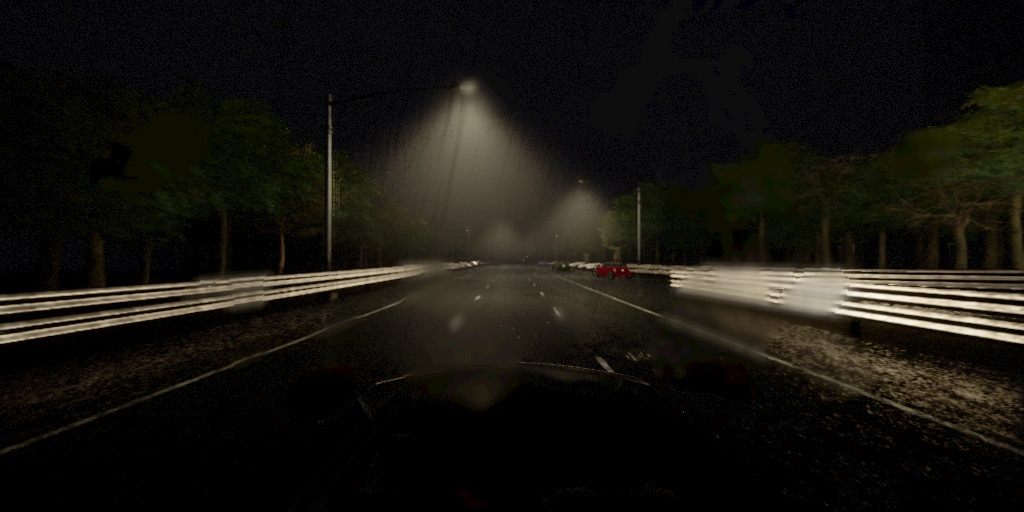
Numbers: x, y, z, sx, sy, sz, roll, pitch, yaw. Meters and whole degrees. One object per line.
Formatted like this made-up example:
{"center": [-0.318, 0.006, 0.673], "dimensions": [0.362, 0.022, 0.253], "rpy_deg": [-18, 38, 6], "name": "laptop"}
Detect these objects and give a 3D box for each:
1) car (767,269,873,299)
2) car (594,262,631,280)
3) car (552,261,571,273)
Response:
{"center": [16.140, 1.395, 19.231], "dimensions": [1.812, 1.442, 4.674], "rpy_deg": [0, -1, -22], "name": "car"}
{"center": [10.133, 1.400, 36.433], "dimensions": [2.097, 1.767, 4.553], "rpy_deg": [1, 0, -13], "name": "car"}
{"center": [7.253, 1.502, 53.315], "dimensions": [2.097, 1.767, 4.553], "rpy_deg": [0, 0, -3], "name": "car"}
